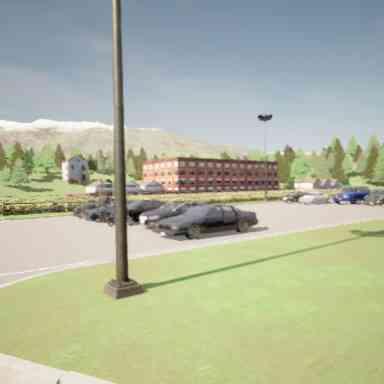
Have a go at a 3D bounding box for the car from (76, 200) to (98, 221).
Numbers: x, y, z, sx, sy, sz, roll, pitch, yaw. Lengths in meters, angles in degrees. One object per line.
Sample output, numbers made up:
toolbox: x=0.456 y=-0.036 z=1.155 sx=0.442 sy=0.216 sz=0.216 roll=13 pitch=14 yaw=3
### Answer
car: x=-5.236 y=1.312 z=24.335 sx=5.357 sy=1.411 sz=2.033 roll=-2 pitch=1 yaw=-38

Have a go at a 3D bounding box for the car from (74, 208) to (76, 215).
car: x=-7.150 y=1.266 z=27.277 sx=4.892 sy=1.490 sz=1.837 roll=-2 pitch=1 yaw=-38

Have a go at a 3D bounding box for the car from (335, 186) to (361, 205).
car: x=18.426 y=0.358 z=38.141 sx=5.566 sy=2.045 sz=2.150 roll=-2 pitch=1 yaw=-37

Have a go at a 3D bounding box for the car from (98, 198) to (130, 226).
car: x=-3.153 y=1.241 z=21.521 sx=5.008 sy=1.535 sz=1.882 roll=-2 pitch=1 yaw=-38

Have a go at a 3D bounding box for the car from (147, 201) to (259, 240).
car: x=0.848 y=1.313 z=15.767 sx=5.357 sy=1.411 sz=2.033 roll=-2 pitch=1 yaw=-38

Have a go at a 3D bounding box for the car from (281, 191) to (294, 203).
car: x=13.602 y=0.651 z=43.262 sx=4.902 sy=1.511 sz=2.128 roll=-2 pitch=1 yaw=-37

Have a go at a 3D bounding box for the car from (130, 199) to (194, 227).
car: x=-0.690 y=1.242 z=19.001 sx=4.902 sy=1.511 sz=2.128 roll=-2 pitch=1 yaw=-38

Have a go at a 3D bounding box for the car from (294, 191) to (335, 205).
car: x=14.612 y=0.715 z=39.626 sx=4.674 sy=1.442 sz=1.812 roll=-2 pitch=1 yaw=-37

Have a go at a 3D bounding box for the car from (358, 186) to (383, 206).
car: x=19.856 y=0.507 z=34.828 sx=4.553 sy=1.767 sz=2.097 roll=-2 pitch=1 yaw=-37
